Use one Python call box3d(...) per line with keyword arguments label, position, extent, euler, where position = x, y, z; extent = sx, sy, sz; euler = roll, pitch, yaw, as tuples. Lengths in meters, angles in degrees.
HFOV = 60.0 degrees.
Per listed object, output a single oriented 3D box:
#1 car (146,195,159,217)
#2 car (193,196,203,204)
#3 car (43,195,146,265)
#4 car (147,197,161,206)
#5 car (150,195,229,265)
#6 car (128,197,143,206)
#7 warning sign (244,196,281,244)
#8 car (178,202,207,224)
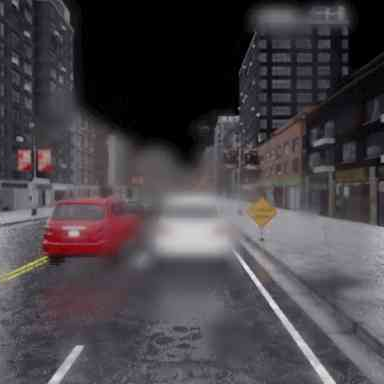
box3d(label="car", position=(-3.227, 1.232, 26.850), extent=(2.150, 2.045, 5.566), euler=(0, 0, 0))
box3d(label="car", position=(1.113, 1.490, 63.750), extent=(1.801, 1.575, 5.366), euler=(0, 0, 0))
box3d(label="car", position=(-3.221, 1.224, 11.828), extent=(2.150, 2.045, 5.566), euler=(0, 0, 0))
box3d(label="car", position=(-6.577, 1.597, 58.282), extent=(1.994, 1.385, 4.181), euler=(0, 0, 1))
box3d(label="car", position=(0.029, 1.224, 11.830), extent=(2.150, 2.045, 5.566), euler=(0, 0, 0))
box3d(label="car", position=(-9.825, 1.597, 58.201), extent=(1.994, 1.385, 4.181), euler=(0, 0, 1))
box3d(label="warning sign", position=(2.848, 1.117, 13.558), extent=(1.300, 1.860, 1.060), euler=(0, 0, 0))
box3d(label="car", position=(0.017, 1.556, 25.841), extent=(2.033, 1.411, 5.357), euler=(0, 0, 0))
